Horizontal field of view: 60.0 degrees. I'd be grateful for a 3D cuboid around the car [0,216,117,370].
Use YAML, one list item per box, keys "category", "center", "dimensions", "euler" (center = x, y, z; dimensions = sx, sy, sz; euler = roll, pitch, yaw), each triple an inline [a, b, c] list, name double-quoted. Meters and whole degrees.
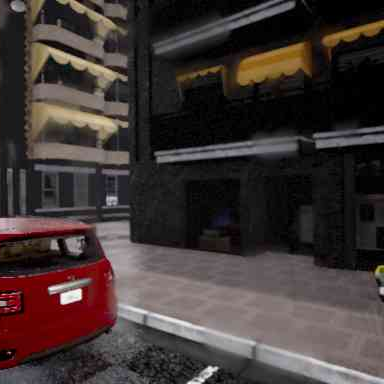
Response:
- category: "car"
  center: [-3.359, 1.305, 5.295]
  dimensions: [5.009, 1.841, 2.192]
  euler: [0, -1, 36]
